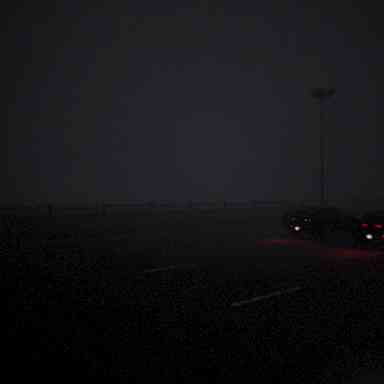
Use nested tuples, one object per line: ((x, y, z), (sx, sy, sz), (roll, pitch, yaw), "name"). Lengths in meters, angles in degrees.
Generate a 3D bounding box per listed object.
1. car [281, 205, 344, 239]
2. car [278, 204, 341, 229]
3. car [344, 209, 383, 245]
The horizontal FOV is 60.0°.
((7.015, 1.504, 17.349), (4.892, 1.490, 1.837), (0, 0, -36), "car")
((7.907, 1.565, 22.286), (4.181, 1.385, 1.994), (0, 0, -36), "car")
((8.885, 1.504, 14.382), (4.892, 1.490, 1.837), (1, 0, -36), "car")
